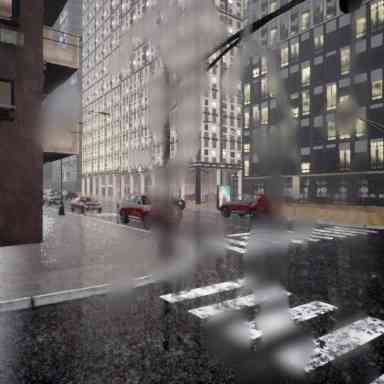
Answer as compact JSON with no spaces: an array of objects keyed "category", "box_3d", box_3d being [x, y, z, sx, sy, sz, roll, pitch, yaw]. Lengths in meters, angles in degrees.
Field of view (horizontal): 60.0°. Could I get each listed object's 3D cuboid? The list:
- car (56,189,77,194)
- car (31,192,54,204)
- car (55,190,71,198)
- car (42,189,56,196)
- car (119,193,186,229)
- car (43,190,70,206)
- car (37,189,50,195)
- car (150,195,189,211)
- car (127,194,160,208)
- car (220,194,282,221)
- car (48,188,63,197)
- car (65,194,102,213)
[{"category":"car","box_3d":[-19.502,0.516,52.494,1.837,1.490,4.892,0,1,-36]},{"category":"car","box_3d":[-18.843,0.752,41.762,1.802,1.307,4.206,2,0,-36]},{"category":"car","box_3d":[-25.147,0.310,64.693,1.887,1.381,4.507,1,0,-36]},{"category":"car","box_3d":[-31.668,0.097,73.667,1.887,1.381,4.507,1,0,-36]},{"category":"car","box_3d":[-2.534,1.008,19.330,2.192,1.841,5.009,2,0,-36]},{"category":"car","box_3d":[-15.582,0.827,37.276,2.008,1.369,4.403,2,0,-36]},{"category":"car","box_3d":[-34.930,-0.011,78.155,1.887,1.381,4.507,1,0,-36]},{"category":"car","box_3d":[-2.320,1.070,33.281,1.947,1.339,4.313,1,0,-36]},{"category":"car","box_3d":[-5.582,0.966,37.768,1.947,1.339,4.313,1,0,-36]},{"category":"car","box_3d":[4.208,1.027,24.305,2.192,1.841,5.009,1,0,-36]},{"category":"car","box_3d":[-28.404,0.099,69.179,1.967,1.590,4.097,1,0,-36]},{"category":"car","box_3d":[-9.062,1.067,28.303,1.802,1.307,4.206,2,0,-36]}]
